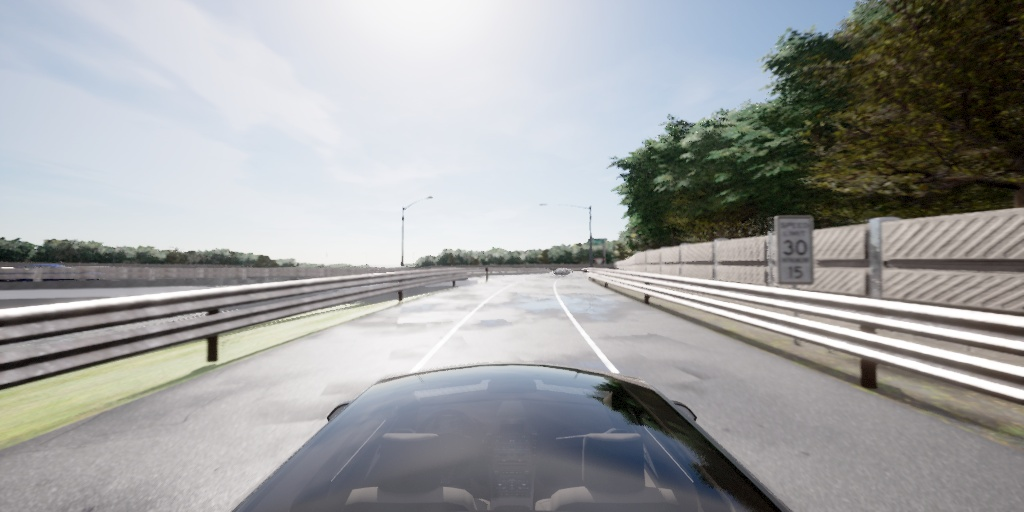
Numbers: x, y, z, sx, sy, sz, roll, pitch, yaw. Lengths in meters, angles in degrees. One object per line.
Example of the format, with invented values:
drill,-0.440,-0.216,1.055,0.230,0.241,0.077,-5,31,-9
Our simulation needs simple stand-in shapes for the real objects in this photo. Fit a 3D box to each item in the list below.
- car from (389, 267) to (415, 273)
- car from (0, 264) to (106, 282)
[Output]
car,-11.608,1.985,40.636,4.674,1.442,1.812,2,-3,-43
car,-32.048,1.319,25.013,5.008,1.535,1.882,1,-2,-31
